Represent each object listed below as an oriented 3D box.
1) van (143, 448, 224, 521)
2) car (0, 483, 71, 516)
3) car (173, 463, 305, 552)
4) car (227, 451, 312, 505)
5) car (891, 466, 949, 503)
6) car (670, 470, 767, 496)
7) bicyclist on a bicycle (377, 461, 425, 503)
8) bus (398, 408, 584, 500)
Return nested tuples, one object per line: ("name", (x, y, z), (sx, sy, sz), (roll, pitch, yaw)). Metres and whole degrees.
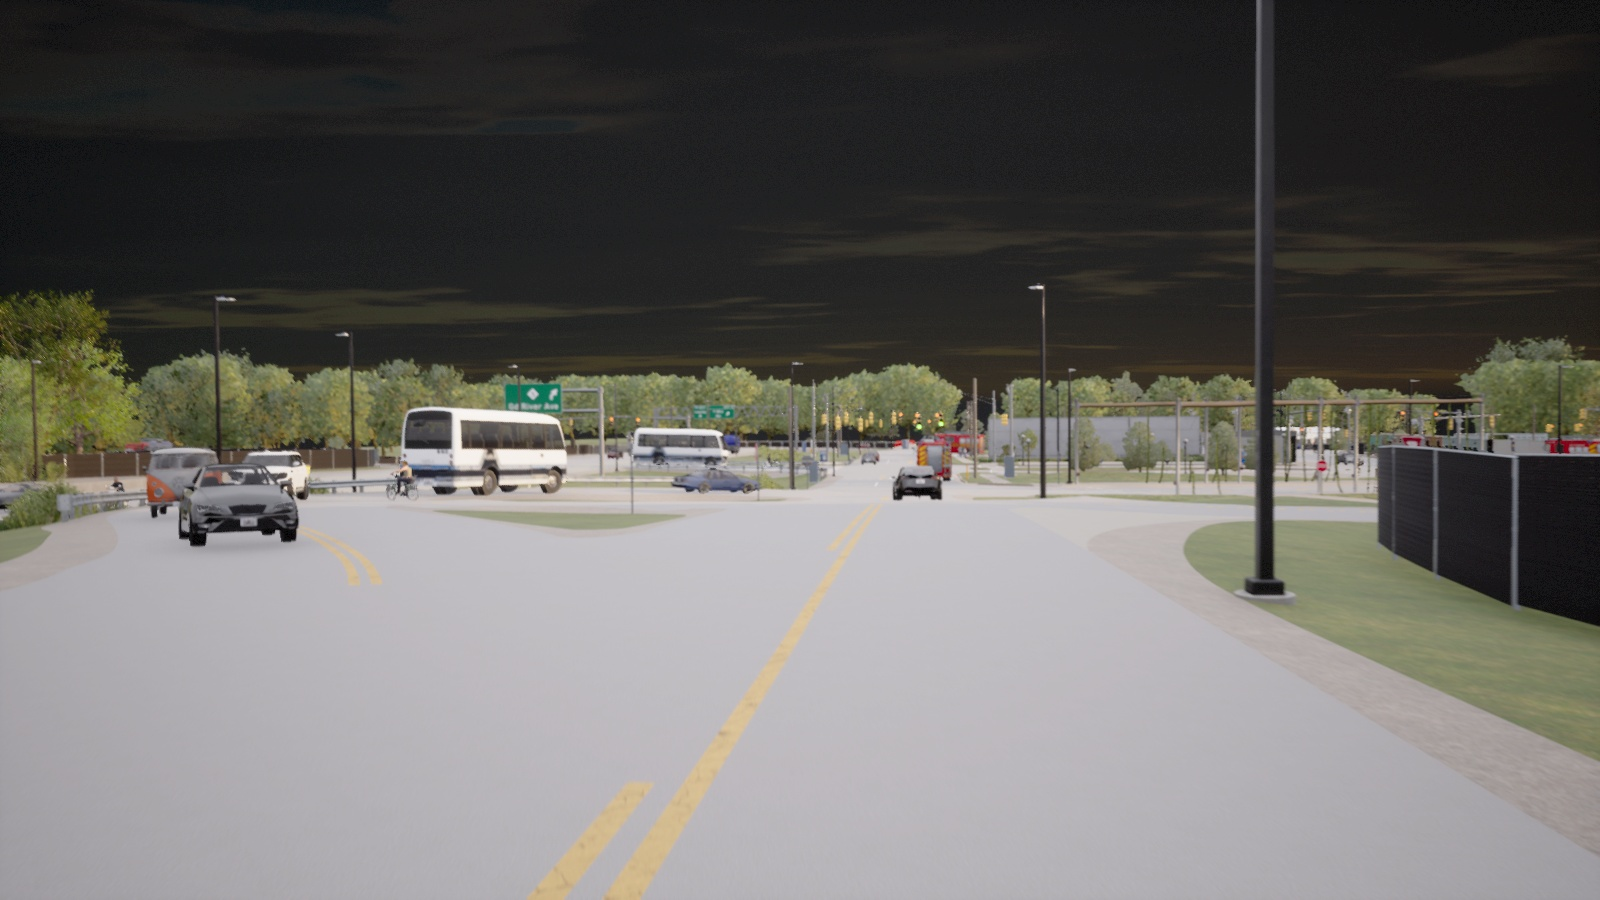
("van", (-18.051, 0.972, 36.908), (1.775, 1.987, 4.442), (-1, 0, -22))
("car", (-38.013, 2.396, 61.422), (1.994, 1.385, 4.181), (0, 1, 5))
("car", (-10.537, 1.007, 23.439), (1.816, 1.474, 4.193), (-1, 0, -30))
("car", (-21.329, 1.103, 50.723), (2.150, 2.045, 5.566), (-1, -1, -12))
("car", (5.142, 1.525, 54.486), (2.163, 1.488, 4.792), (0, -2, 2))
("car", (-4.754, 1.939, 73.682), (5.357, 1.411, 2.033), (2, 1, -34))
("bicyclist on a bicycle", (-15.764, 1.269, 49.600), (1.509, 1.612, 0.866), (0, -5, 19))
("bus", (-15.451, 0.207, 63.986), (3.944, 4.253, 10.273), (0, 0, 22))
